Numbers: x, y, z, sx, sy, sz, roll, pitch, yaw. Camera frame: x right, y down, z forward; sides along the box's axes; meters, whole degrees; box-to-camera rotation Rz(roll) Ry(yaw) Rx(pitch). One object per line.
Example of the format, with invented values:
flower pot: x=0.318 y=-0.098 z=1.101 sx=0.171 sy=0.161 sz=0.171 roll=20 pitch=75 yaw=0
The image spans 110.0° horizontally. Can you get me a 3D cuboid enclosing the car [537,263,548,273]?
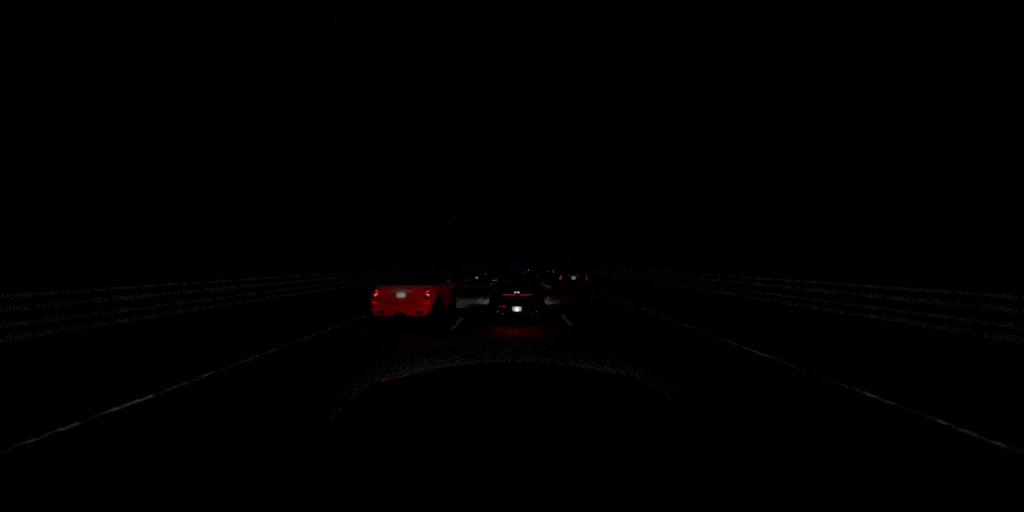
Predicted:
car: x=4.569 y=1.972 z=47.262 sx=1.994 sy=1.385 sz=4.181 roll=0 pitch=-1 yaw=3

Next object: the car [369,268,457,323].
car: x=-3.320 y=1.232 z=12.931 sx=2.097 sy=1.767 sz=4.553 roll=0 pitch=-1 yaw=1

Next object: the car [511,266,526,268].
car: x=0.619 y=1.649 z=33.294 sx=1.882 sy=1.535 sz=5.008 roll=0 pitch=-1 yaw=2

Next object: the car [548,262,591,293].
car: x=3.757 y=1.382 z=23.630 sx=2.097 sy=1.767 sz=4.553 roll=0 pitch=-1 yaw=1

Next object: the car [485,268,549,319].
car: x=0.183 y=1.397 z=13.521 sx=1.837 sy=1.490 sz=4.892 roll=0 pitch=0 yaw=1

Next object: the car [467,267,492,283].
car: x=-2.899 y=1.684 z=32.755 sx=1.812 sy=1.442 sz=4.674 roll=0 pitch=-1 yaw=2
